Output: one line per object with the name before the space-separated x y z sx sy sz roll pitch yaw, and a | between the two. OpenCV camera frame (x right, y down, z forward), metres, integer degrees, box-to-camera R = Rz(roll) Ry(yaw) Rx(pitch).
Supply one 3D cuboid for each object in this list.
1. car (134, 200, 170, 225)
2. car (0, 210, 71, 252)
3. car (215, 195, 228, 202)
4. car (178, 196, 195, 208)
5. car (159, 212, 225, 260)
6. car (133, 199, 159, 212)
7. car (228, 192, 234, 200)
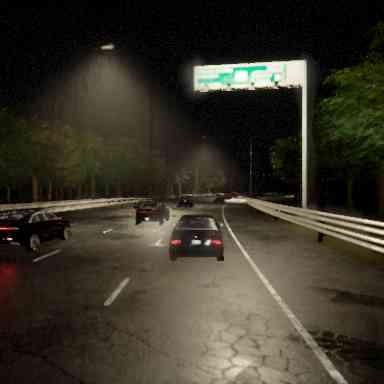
car | -2.730 1.474 23.831 1.837 1.490 4.892 0 0 3
car | -6.664 1.465 13.728 2.128 1.511 4.902 0 0 2
car | 6.043 1.455 71.857 1.994 1.385 4.181 0 0 10
car | -0.733 1.291 47.784 2.097 1.767 4.553 0 0 6
car | 0.206 1.537 12.381 2.033 1.411 5.357 0 0 2
car | -5.259 1.546 38.532 1.895 1.301 4.718 0 0 5
car | 9.697 1.413 91.118 1.994 1.385 4.181 0 0 12
